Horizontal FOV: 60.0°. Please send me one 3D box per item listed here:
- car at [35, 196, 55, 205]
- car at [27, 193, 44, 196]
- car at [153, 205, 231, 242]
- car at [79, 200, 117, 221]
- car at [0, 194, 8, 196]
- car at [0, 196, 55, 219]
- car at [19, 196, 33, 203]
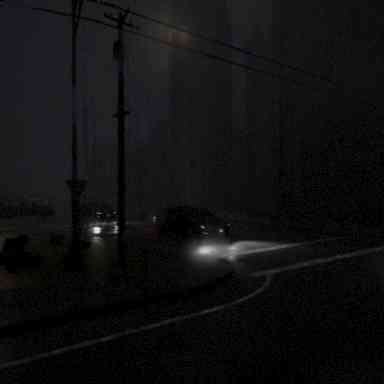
[{"bbox_3d":[-25.250,1.473,56.984,2.033,1.411,5.357,0,0,-36],"label":"car"},{"bbox_3d":[-21.302,1.171,45.475,2.150,2.045,5.566,0,0,-36],"label":"car"},{"bbox_3d":[-0.152,1.458,16.477,1.837,1.490,4.892,0,0,-36],"label":"car"},{"bbox_3d":[-7.644,1.452,26.702,1.837,1.490,4.892,0,1,-36],"label":"car"},{"bbox_3d":[-28.641,1.275,48.622,3.866,1.878,1.905,0,0,-36],"label":"car"},{"bbox_3d":[-14.444,1.448,29.016,4.611,1.667,2.242,0,0,-36],"label":"car"},{"bbox_3d":[-35.224,1.518,70.425,1.895,1.301,4.718,0,0,-36],"label":"car"}]
